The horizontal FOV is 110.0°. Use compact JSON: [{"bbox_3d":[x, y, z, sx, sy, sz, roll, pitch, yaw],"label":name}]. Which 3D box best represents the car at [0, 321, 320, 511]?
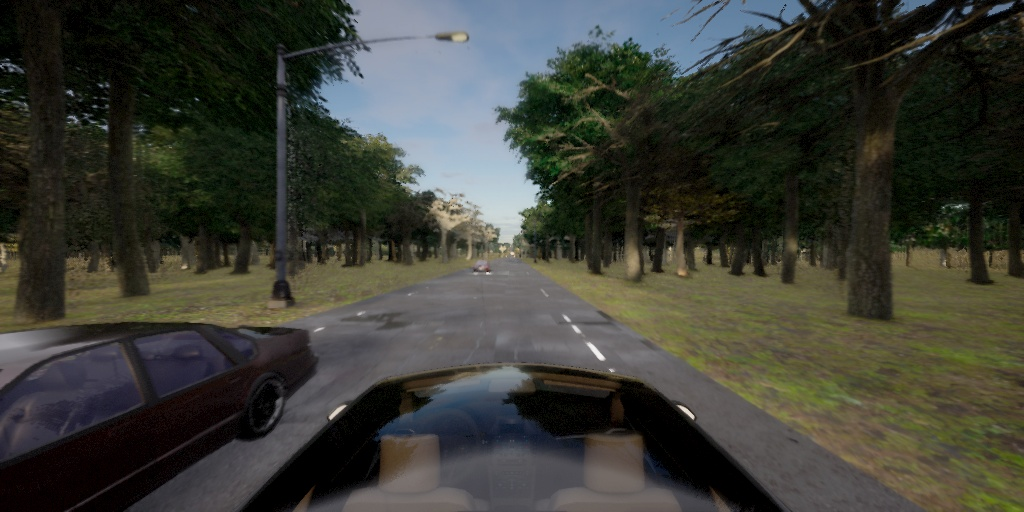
[{"bbox_3d":[-3.598,1.297,2.645,2.033,1.411,5.357,0,0,0],"label":"car"}]

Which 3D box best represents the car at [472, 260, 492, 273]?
[{"bbox_3d":[-3.556,1.193,43.187,1.812,1.442,4.674,0,0,0],"label":"car"}]
